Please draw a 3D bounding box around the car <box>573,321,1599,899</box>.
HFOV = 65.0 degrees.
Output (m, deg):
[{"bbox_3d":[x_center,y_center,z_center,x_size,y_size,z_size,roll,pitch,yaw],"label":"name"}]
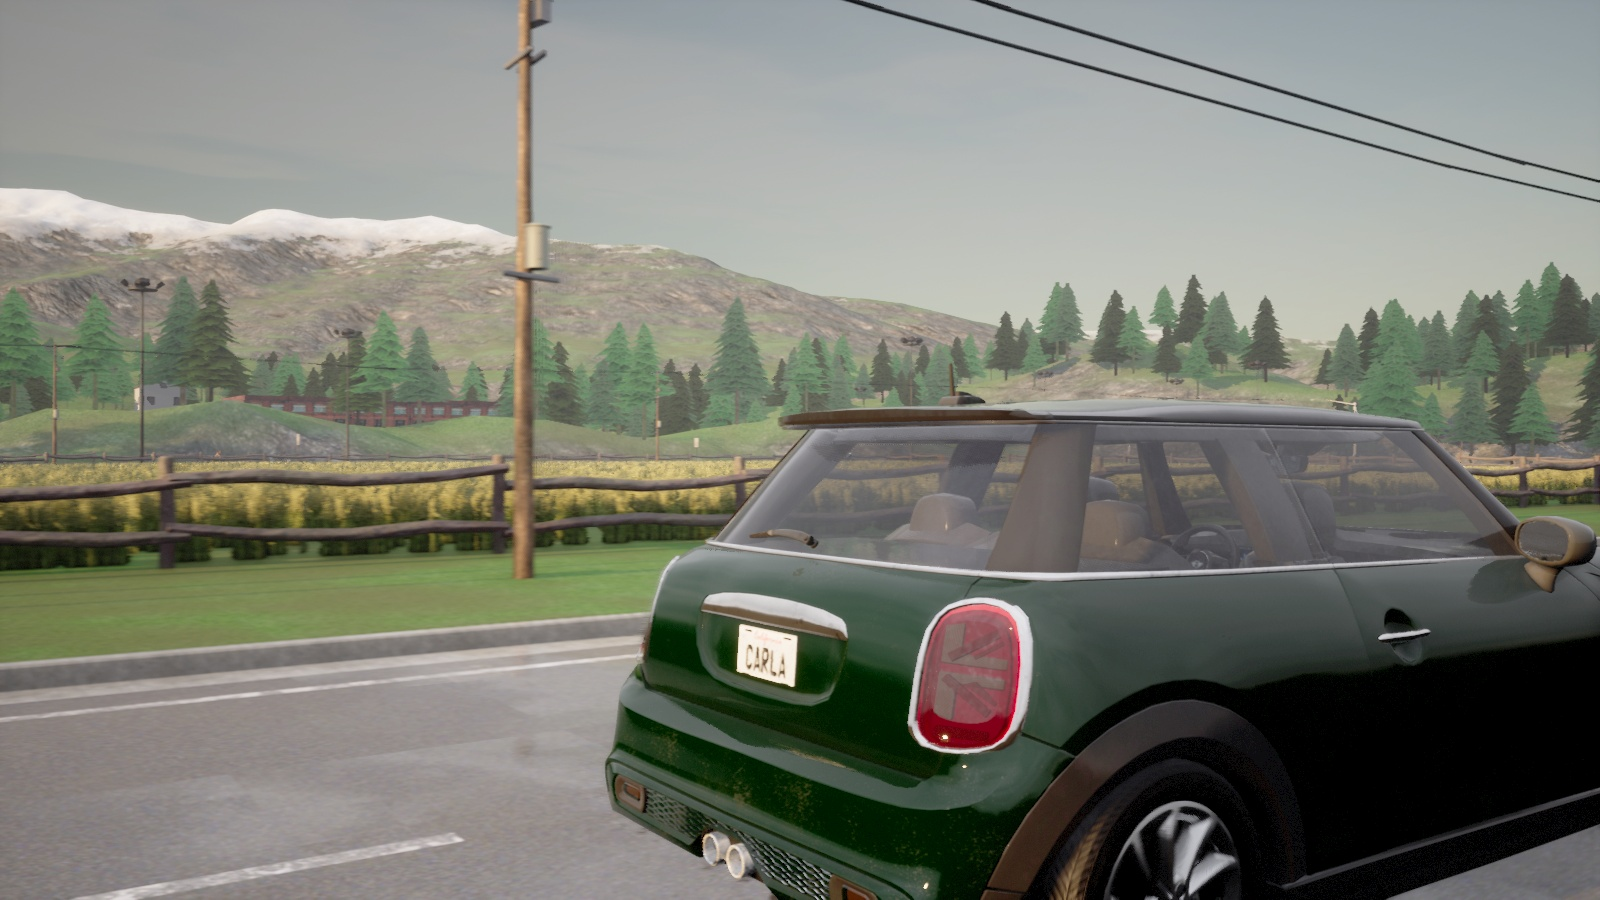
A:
[{"bbox_3d":[1.677,0.612,4.826,4.553,1.767,2.097,0,0,-35],"label":"car"}]
